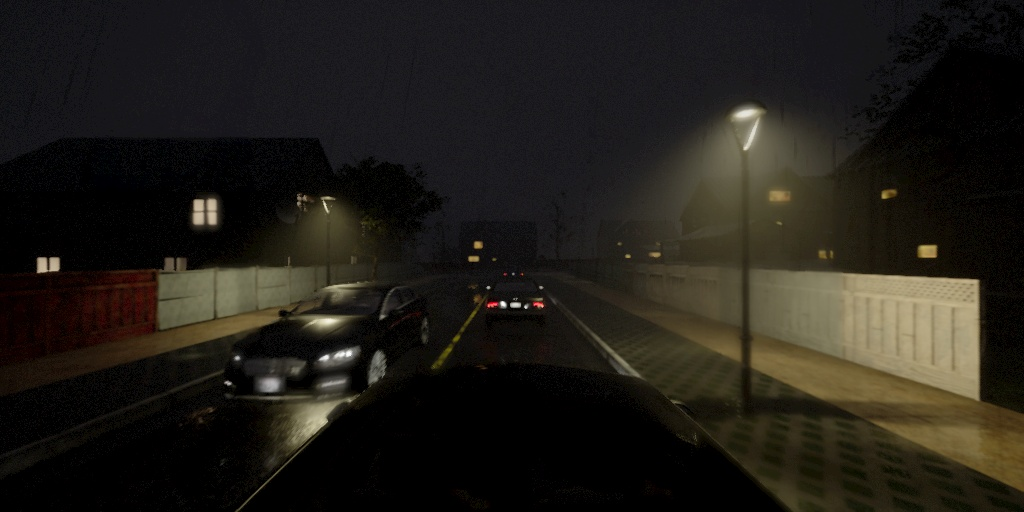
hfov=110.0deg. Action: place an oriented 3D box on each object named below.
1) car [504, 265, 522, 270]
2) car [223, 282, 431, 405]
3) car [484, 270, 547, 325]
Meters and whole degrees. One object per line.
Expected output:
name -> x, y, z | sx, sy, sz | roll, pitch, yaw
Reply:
car -> 0.105, 1.495, 30.658 | 2.033, 1.411, 5.357 | 0, 0, 0
car -> -2.849, 1.270, 6.677 | 2.128, 1.511, 4.902 | 0, 0, 0
car -> 0.097, 1.359, 11.974 | 2.033, 1.411, 5.357 | 0, 0, 0
